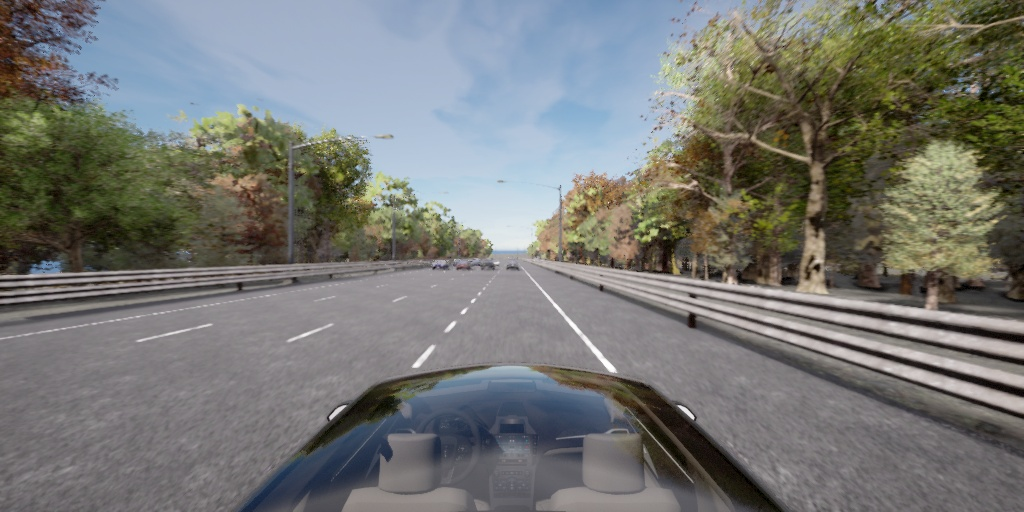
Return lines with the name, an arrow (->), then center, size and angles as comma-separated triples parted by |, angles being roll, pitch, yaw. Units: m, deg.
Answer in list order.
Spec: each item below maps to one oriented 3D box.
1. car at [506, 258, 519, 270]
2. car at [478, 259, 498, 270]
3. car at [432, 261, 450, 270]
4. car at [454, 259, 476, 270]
car -> 0.066, 1.357, 52.381 | 2.033, 1.411, 5.357 | 0, 0, 0
car -> -3.434, 1.310, 52.484 | 1.837, 1.490, 4.892 | 0, 0, 0
car -> -10.434, 1.394, 52.843 | 1.895, 1.301, 4.718 | 0, 0, 0
car -> -6.934, 1.346, 52.389 | 2.033, 1.411, 5.357 | 0, 0, 0
